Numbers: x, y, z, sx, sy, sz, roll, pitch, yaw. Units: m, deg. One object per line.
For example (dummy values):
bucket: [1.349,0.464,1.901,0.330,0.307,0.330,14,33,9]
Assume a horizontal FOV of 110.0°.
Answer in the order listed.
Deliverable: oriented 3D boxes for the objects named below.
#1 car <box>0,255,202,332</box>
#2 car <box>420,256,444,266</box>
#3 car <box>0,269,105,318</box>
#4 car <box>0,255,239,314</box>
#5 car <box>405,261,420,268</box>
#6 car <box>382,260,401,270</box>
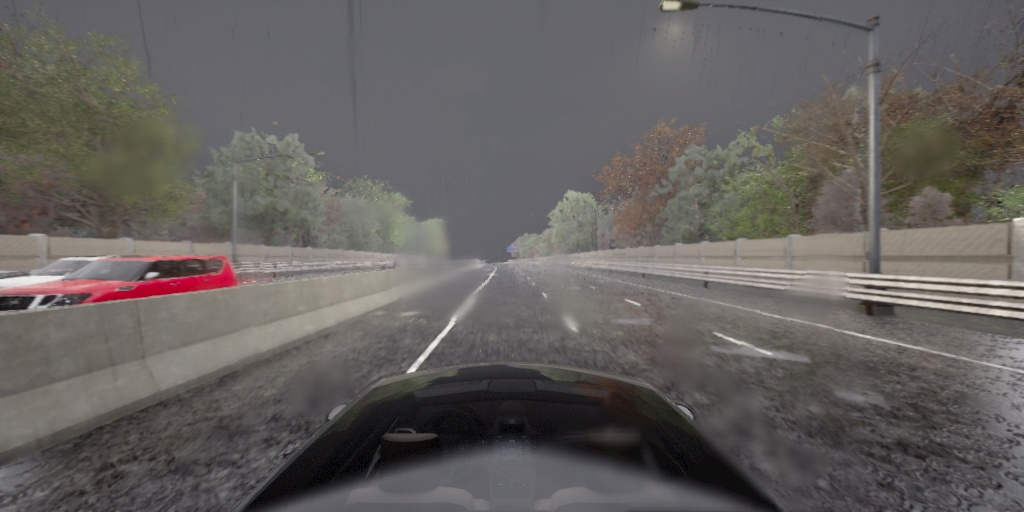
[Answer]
car: [-14.131,0.992,12.304,2.150,2.045,5.566,0,0,0]
car: [-11.251,1.072,52.143,2.150,2.045,5.566,0,0,-1]
car: [-17.631,1.280,12.273,1.837,1.490,4.892,0,0,0]
car: [-10.621,0.988,10.303,2.150,2.045,5.566,0,0,0]
car: [-14.812,1.428,54.910,2.033,1.411,5.357,0,-1,-1]
car: [-18.320,1.410,54.816,1.812,1.442,4.674,0,-1,-1]
